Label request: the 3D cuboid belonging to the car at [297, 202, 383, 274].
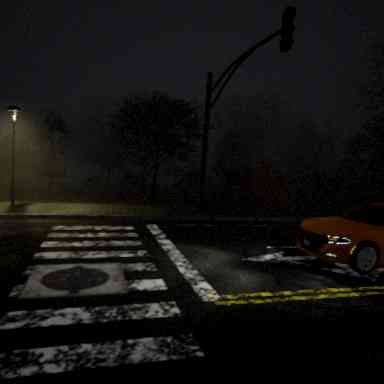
[{"bbox_3d":[5.160,1.014,8.526,5.008,1.535,1.882,2,5,-15],"label":"car"}]
